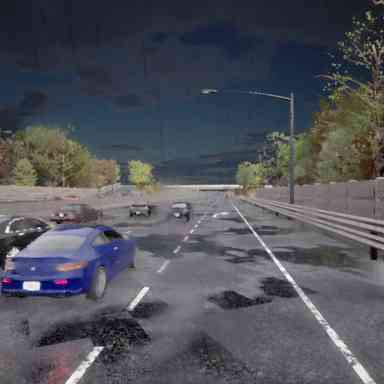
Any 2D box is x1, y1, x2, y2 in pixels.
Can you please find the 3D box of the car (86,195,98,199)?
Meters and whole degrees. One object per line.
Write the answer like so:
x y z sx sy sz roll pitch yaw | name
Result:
-18.738 1.386 63.214 2.097 1.767 4.553 0 0 6 | car

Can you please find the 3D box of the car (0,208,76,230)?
-5.922 1.504 11.071 1.837 1.490 4.892 0 0 5 | car

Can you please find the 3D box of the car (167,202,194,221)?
-0.897 1.526 27.129 1.812 1.442 4.674 0 0 5 | car

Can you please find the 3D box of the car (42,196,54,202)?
-25.888 1.508 61.764 1.882 1.535 5.008 0 0 6 | car

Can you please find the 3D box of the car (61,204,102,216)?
-8.218 1.548 24.032 2.033 1.411 5.357 0 0 5 | car

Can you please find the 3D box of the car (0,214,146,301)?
-2.671 1.525 8.282 1.812 1.442 4.674 0 0 5 | car

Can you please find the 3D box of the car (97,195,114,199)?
-15.369 1.595 61.848 1.994 1.385 4.181 0 0 6 | car

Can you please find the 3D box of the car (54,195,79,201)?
-22.499 1.381 60.697 2.097 1.767 4.553 0 0 6 | car

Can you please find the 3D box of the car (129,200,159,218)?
-4.178 1.494 29.661 2.128 1.511 4.902 0 0 5 | car
